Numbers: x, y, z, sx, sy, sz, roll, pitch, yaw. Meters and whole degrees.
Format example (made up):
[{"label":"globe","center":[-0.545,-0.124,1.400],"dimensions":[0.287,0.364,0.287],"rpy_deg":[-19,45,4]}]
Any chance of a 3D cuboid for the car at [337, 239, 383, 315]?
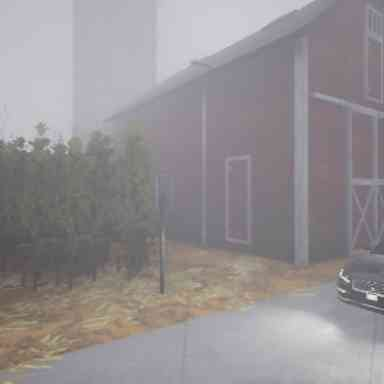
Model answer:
[{"label":"car","center":[5.037,1.539,7.022],"dimensions":[4.892,1.490,1.837],"rpy_deg":[0,0,-35]}]
